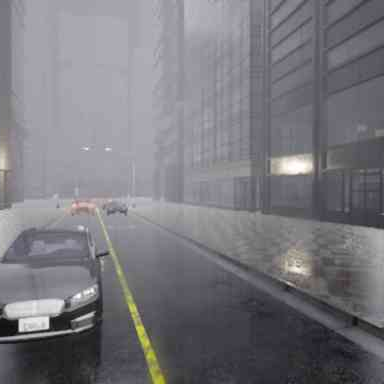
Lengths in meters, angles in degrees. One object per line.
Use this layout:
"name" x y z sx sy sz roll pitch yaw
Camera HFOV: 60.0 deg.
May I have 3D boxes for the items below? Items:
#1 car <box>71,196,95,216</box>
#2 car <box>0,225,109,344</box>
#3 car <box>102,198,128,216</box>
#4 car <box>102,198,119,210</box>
"car" -10.741 1.344 32.825 2.097 1.767 4.553 0 0 -17
"car" -2.813 1.489 6.762 2.128 1.511 4.902 0 0 -17
"car" -7.503 1.595 32.791 1.895 1.301 4.718 0 0 -17
"car" -10.537 1.518 42.735 1.812 1.442 4.674 0 0 -17
